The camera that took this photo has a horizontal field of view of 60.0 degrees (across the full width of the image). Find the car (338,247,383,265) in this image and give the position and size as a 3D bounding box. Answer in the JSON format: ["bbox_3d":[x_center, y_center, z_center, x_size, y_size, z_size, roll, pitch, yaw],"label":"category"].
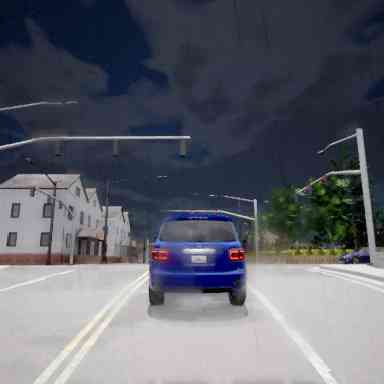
[{"bbox_3d":[15.450,5.654,29.566,4.553,1.767,2.097,0,-12,1],"label":"car"}]

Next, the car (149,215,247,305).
[{"bbox_3d":[0.086,1.759,9.275,2.150,2.045,5.566,0,-7,-1],"label":"car"}]
